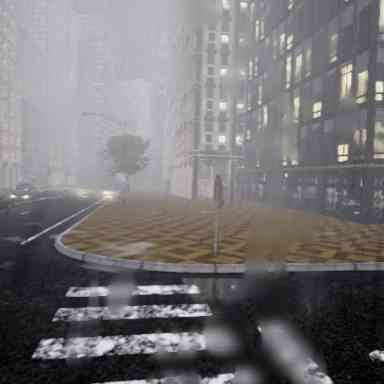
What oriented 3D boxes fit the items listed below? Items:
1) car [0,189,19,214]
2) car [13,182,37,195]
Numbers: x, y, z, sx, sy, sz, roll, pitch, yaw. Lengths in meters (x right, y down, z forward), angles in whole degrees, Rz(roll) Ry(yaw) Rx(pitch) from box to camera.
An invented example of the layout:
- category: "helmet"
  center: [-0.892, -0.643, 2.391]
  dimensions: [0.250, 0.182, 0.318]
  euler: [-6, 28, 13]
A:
- category: "car"
  center: [-11.683, 0.704, 18.680]
  dimensions: [1.895, 1.301, 4.718]
  euler: [1, 1, -10]
- category: "car"
  center: [-23.038, -0.496, 45.881]
  dimensions: [2.097, 1.767, 4.553]
  euler: [1, 2, -9]
